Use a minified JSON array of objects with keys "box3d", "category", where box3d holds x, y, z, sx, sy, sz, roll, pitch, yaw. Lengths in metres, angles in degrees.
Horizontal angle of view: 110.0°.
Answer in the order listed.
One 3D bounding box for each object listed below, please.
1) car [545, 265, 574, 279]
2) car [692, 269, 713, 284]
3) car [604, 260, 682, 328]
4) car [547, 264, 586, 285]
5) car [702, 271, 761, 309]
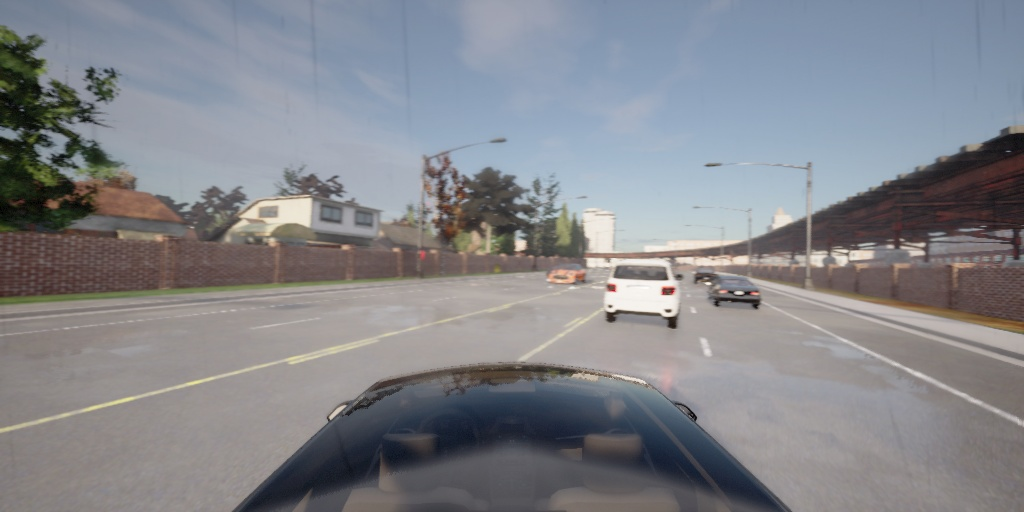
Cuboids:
[{"box3d":[5.305,1.722,39.517,1.994,1.385,4.181,1,0,25],"category":"car"},{"box3d":[19.002,1.976,35.395,1.882,1.535,5.008,1,0,25],"category":"car"},{"box3d":[4.768,1.178,12.809,2.150,2.045,5.566,1,0,25],"category":"car"},{"box3d":[4.710,1.426,29.899,2.097,1.767,4.553,1,0,25],"category":"car"},{"box3d":[10.997,1.708,17.994,2.033,1.411,5.357,1,0,25],"category":"car"}]
